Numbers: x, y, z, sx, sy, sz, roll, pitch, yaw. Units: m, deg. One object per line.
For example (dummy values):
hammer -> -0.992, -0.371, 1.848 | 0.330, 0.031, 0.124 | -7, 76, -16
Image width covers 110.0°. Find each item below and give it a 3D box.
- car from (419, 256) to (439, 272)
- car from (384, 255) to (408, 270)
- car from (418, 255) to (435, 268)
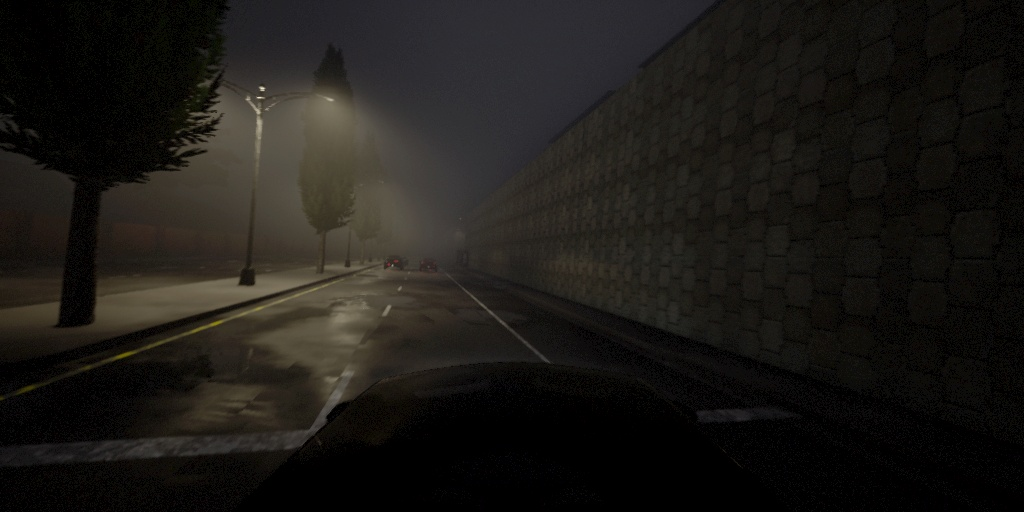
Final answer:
car -> -9.086, 0.912, 39.121 | 1.812, 1.442, 4.674 | 4, -1, -13
car -> -12.393, 0.646, 37.954 | 1.837, 1.490, 4.892 | 4, 0, -14
car -> -12.032, 0.756, 50.667 | 2.128, 1.511, 4.902 | 4, 0, -14
